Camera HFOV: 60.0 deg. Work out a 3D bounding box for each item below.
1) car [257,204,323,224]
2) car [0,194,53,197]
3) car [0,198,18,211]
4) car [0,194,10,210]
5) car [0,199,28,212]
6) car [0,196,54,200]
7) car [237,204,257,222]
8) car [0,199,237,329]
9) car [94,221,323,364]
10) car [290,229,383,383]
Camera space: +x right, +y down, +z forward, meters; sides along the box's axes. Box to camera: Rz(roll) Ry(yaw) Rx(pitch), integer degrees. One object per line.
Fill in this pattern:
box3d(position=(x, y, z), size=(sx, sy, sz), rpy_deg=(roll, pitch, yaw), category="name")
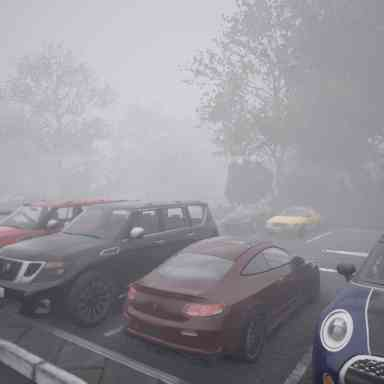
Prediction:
box3d(position=(5.733, 1.481, 18.294), size=(1.946, 1.575, 5.366), rpy_deg=(0, 0, 35), category="car")
box3d(position=(-16.970, 1.240, 34.682), size=(2.435, 2.045, 5.566), rpy_deg=(0, 0, 36), category="car")
box3d(position=(-23.657, 1.499, 39.480), size=(2.097, 1.535, 5.008), rpy_deg=(0, 0, 36), category="car")
box3d(position=(-25.939, 1.253, 41.080), size=(2.435, 2.045, 5.566), rpy_deg=(0, 0, 35), category="car")
box3d(position=(-21.489, 1.534, 37.937), size=(2.002, 1.452, 4.674), rpy_deg=(0, 0, 36), category="car")
box3d(position=(-3.730, 1.232, 9.170), size=(2.435, 2.045, 5.566), rpy_deg=(0, 0, 36), category="car")
box3d(position=(3.584, 1.486, 20.062), size=(2.231, 1.521, 4.892), rpy_deg=(0, 0, 36), category="car")
box3d(position=(-1.448, 1.231, 7.542), size=(2.435, 2.045, 5.566), rpy_deg=(0, 0, 35), category="car")
box3d(position=(0.850, 1.522, 5.935), size=(2.002, 1.452, 4.674), rpy_deg=(0, 0, 36), category="car")
box3d(position=(3.152, 1.356, 4.335), size=(2.185, 1.767, 4.553), rpy_deg=(0, 0, 36), category="car")
